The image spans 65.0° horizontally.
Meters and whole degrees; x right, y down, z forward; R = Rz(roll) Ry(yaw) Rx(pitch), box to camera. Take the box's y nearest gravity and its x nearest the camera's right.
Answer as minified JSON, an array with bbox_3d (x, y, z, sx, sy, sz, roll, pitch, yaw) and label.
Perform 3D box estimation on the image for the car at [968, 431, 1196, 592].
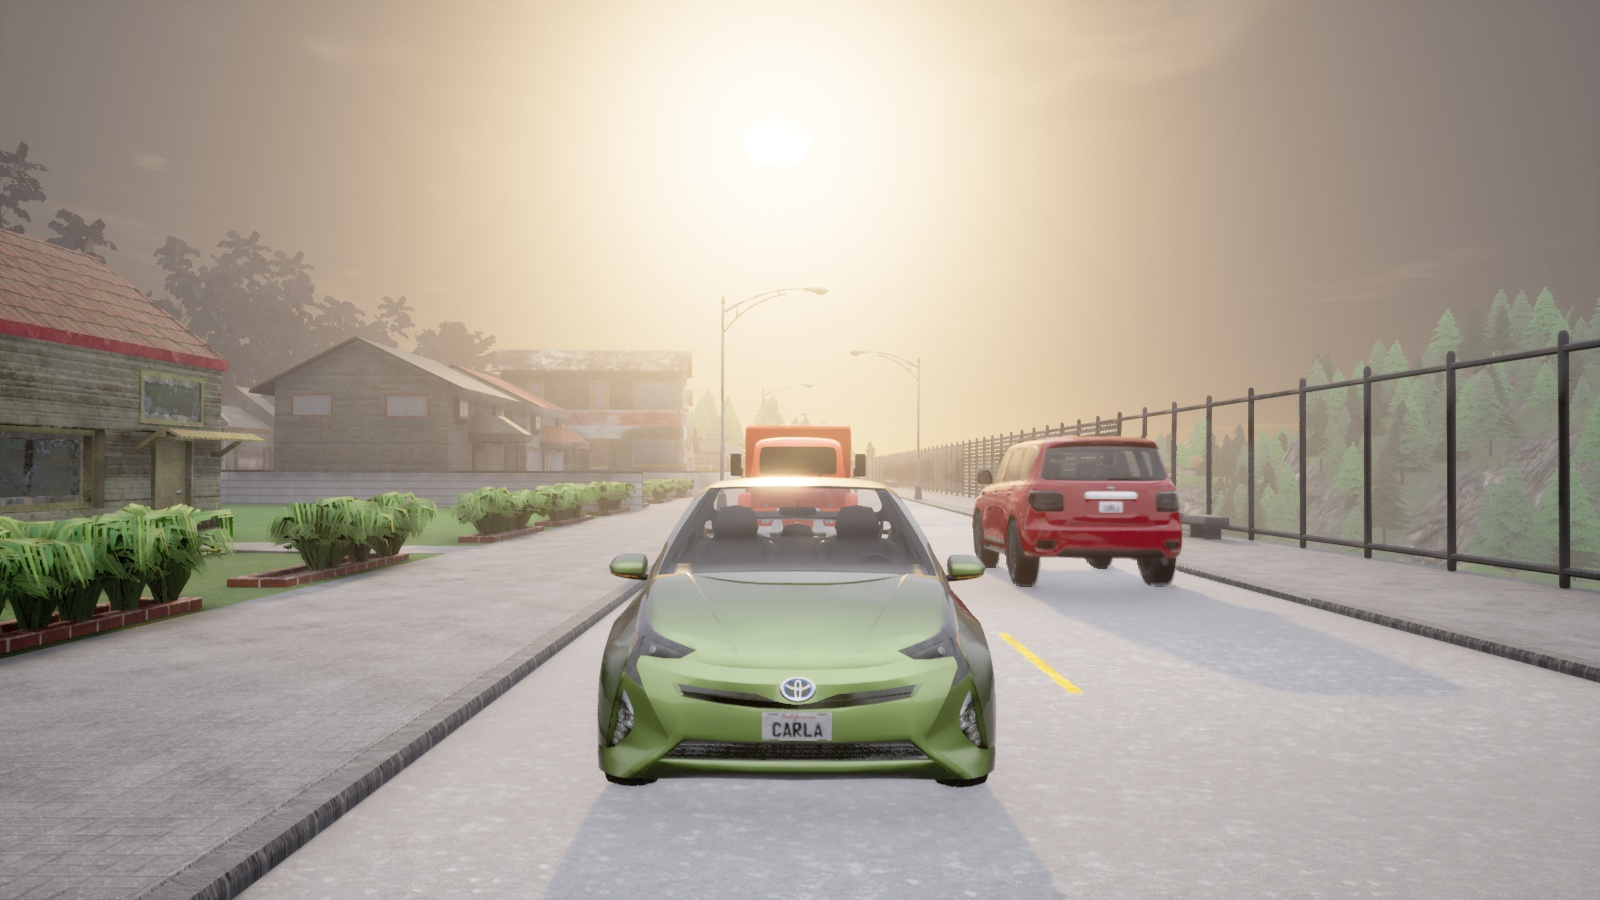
[{"bbox_3d":[3.974,0.833,18.840,2.150,2.045,5.566,0,-1,0],"label":"car"}]

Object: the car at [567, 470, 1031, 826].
[{"bbox_3d":[-0.009,0.890,7.693,2.007,1.525,4.514,0,-1,0],"label":"car"}]

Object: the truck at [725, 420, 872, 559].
[{"bbox_3d":[-0.037,0.749,25.113,2.627,2.467,5.204,0,-1,0],"label":"truck"}]
